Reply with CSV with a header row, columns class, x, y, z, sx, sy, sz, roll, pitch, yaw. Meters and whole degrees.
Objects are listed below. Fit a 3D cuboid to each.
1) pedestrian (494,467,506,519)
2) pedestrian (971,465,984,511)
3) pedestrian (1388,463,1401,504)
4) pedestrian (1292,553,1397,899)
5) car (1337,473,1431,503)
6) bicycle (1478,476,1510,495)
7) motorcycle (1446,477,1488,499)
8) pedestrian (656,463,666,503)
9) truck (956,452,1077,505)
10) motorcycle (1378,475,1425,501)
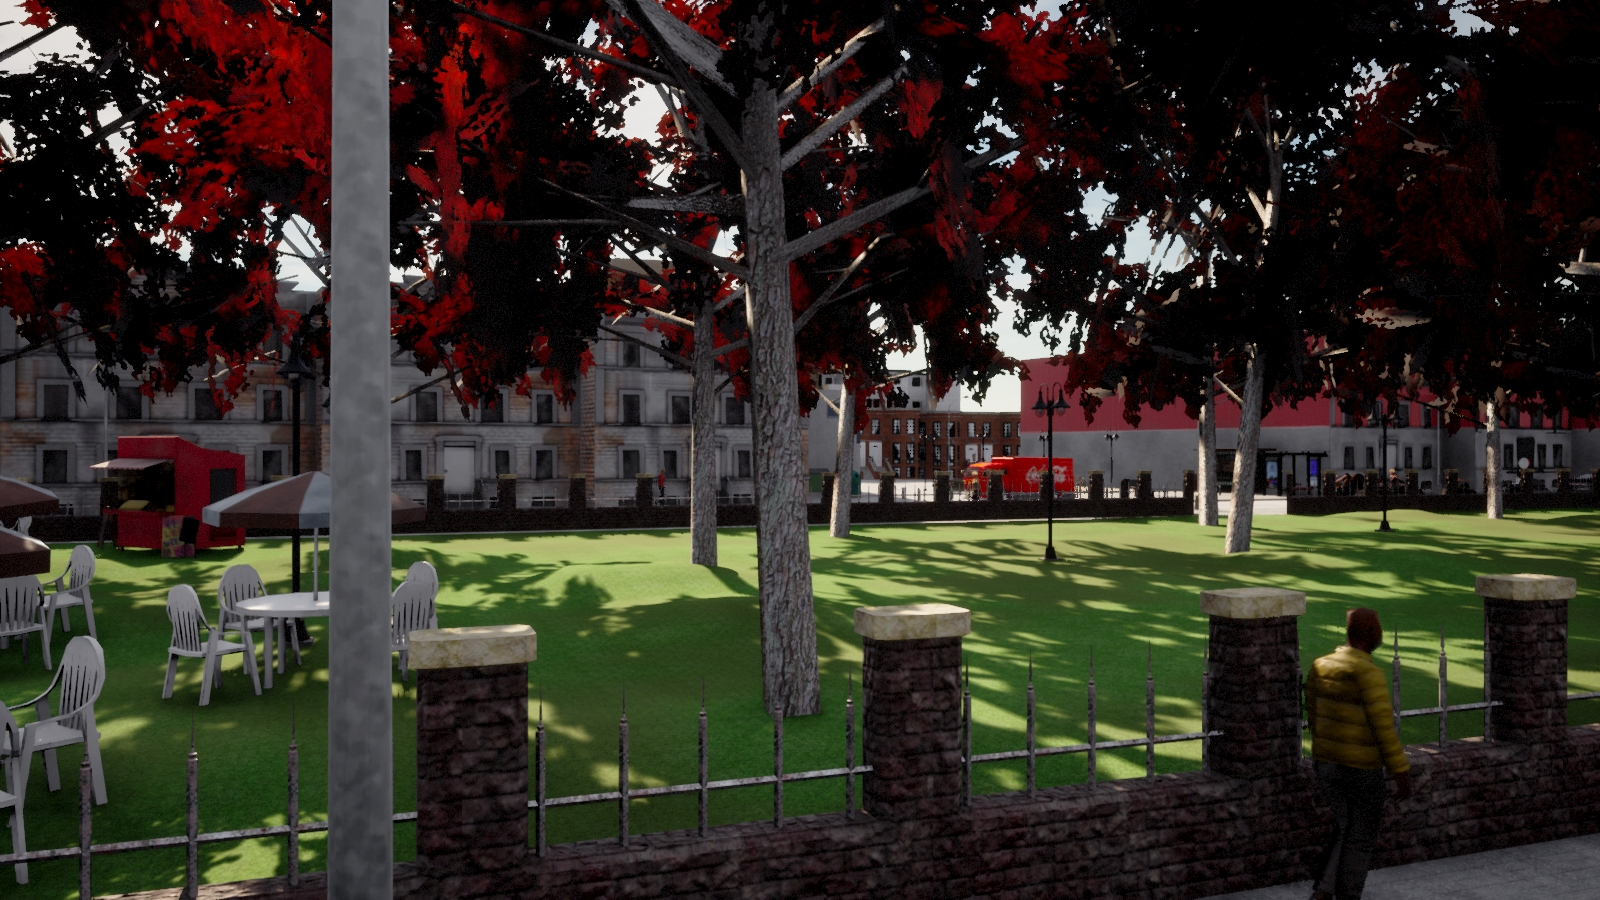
class,x,y,z,sx,sy,sz,roll,pitch,yaw
pedestrian,-10.737,1.526,40.888,0.375,1.860,0.375,0,0,-16
pedestrian,7.170,1.532,46.165,0.375,1.860,0.375,0,0,-17
pedestrian,27.362,1.542,52.622,0.375,1.860,0.375,0,0,-21
pedestrian,3.038,1.527,6.388,0.375,1.860,0.375,0,0,-20
car,29.992,1.930,58.701,4.181,1.385,1.994,-1,0,-20
bicycle,40.584,2.060,66.795,1.487,1.080,0.859,0,0,-20
motorcycle,35.434,2.013,60.695,2.033,1.145,0.803,1,0,-20
pedestrian,-6.500,1.530,53.375,0.375,1.860,0.375,0,0,-20
truck,10.579,1.359,55.882,5.204,2.467,2.627,0,0,-20
motorcycle,31.146,1.969,59.123,2.356,1.277,0.764,0,0,-20
